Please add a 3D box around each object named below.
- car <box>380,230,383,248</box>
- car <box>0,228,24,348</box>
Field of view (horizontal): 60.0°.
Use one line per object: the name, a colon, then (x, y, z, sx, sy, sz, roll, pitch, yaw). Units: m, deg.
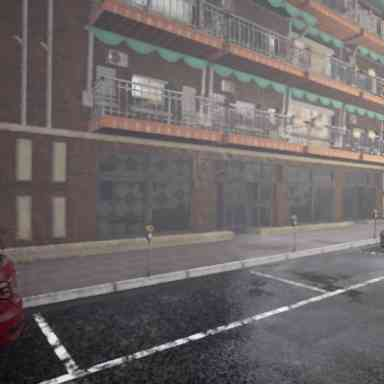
car: (9.127, 1.531, 13.057, 4.313, 1.339, 1.947, 0, 1, -35)
car: (-4.471, 1.319, 3.354, 5.009, 1.841, 2.192, 0, 1, -35)
